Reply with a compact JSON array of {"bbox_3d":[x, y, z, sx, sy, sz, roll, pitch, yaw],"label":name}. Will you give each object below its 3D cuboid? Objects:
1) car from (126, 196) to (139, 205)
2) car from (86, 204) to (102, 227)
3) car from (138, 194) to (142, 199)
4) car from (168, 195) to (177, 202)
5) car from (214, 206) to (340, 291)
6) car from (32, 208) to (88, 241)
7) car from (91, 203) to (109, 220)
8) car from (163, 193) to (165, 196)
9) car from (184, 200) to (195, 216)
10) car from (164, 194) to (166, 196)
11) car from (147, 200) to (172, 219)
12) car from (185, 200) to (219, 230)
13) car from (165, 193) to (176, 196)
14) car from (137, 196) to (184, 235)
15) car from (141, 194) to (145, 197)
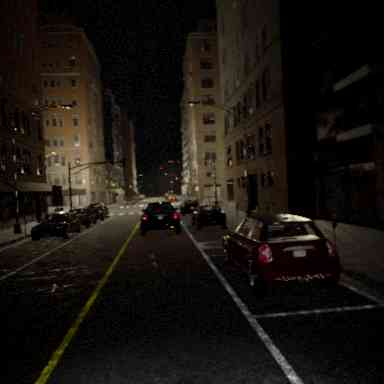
[{"bbox_3d":[-12.282,1.853,66.728,1.802,1.307,4.206,-3,0,-6],"label":"car"},{"bbox_3d":[-8.085,1.848,24.331,1.802,1.307,4.206,-3,0,-6],"label":"car"},{"bbox_3d":[-13.338,1.833,77.493,2.008,1.369,4.403,-3,0,-6],"label":"car"},{"bbox_3d":[-4.356,1.369,73.113,1.752,1.417,4.829,-3,0,-6],"label":"car"},{"bbox_3d":[2.020,1.285,8.753,1.967,1.590,4.097,-3,0,-6],"label":"car"},{"bbox_3d":[-7.539,1.835,18.856,1.947,1.339,4.313,-3,0,-6],"label":"car"},{"bbox_3d":[-8.639,1.703,29.804,1.967,1.590,4.097,-3,0,-6],"label":"car"},{"bbox_3d":[-5.926,1.310,89.093,1.967,1.590,4.097,-3,0,-6],"label":"car"},{"bbox_3d":[-0.160,1.396,30.650,1.947,1.339,4.313,-3,0,-6],"label":"car"},{"bbox_3d":[-4.865,1.400,78.327,2.008,1.369,4.403,-3,0,-6],"label":"car"},{"bbox_3d":[-2.959,1.537,30.435,1.994,1.385,4.181,-3,0,-5],"label":"car"},{"bbox_3d":[0.932,1.388,19.702,2.008,1.369,4.403,-3,0,-6],"label":"car"},{"bbox_3d":[-3.817,1.278,67.560,1.967,1.590,4.097,-3,0,-6],"label":"car"},{"bbox_3d":[-1.819,1.331,19.126,2.097,1.767,4.553,-3,0,-5],"label":"car"},{"bbox_3d":[-14.904,1.840,93.472,1.752,1.417,4.829,-3,0,-6],"label":"car"}]
